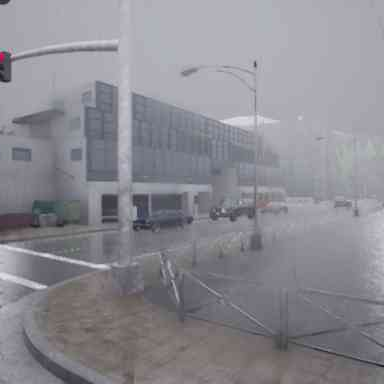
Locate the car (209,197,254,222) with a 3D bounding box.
[{"bbox_3d":[3.749,1.484,29.950,2.150,2.045,5.566,0,0,36],"label":"car"}]

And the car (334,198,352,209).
[{"bbox_3d":[23.053,1.747,50.658,1.837,1.490,4.892,0,0,36],"label":"car"}]

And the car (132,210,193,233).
[{"bbox_3d":[-1.979,1.863,21.919,1.895,1.301,4.718,0,0,35],"label":"car"}]

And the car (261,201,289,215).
[{"bbox_3d":[9.524,1.789,38.023,1.812,1.442,4.674,0,0,36],"label":"car"}]
